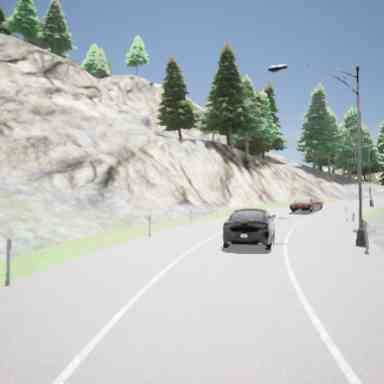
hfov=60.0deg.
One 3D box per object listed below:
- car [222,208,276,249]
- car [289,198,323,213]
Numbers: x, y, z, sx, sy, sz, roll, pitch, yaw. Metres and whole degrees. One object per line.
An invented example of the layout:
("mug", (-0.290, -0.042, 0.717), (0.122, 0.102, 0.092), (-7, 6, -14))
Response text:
("car", (2.614, 1.437, 14.643), (1.882, 1.535, 5.008), (-1, 0, 16))
("car", (10.772, 1.205, 31.045), (1.895, 1.301, 4.718), (-2, 1, 36))
